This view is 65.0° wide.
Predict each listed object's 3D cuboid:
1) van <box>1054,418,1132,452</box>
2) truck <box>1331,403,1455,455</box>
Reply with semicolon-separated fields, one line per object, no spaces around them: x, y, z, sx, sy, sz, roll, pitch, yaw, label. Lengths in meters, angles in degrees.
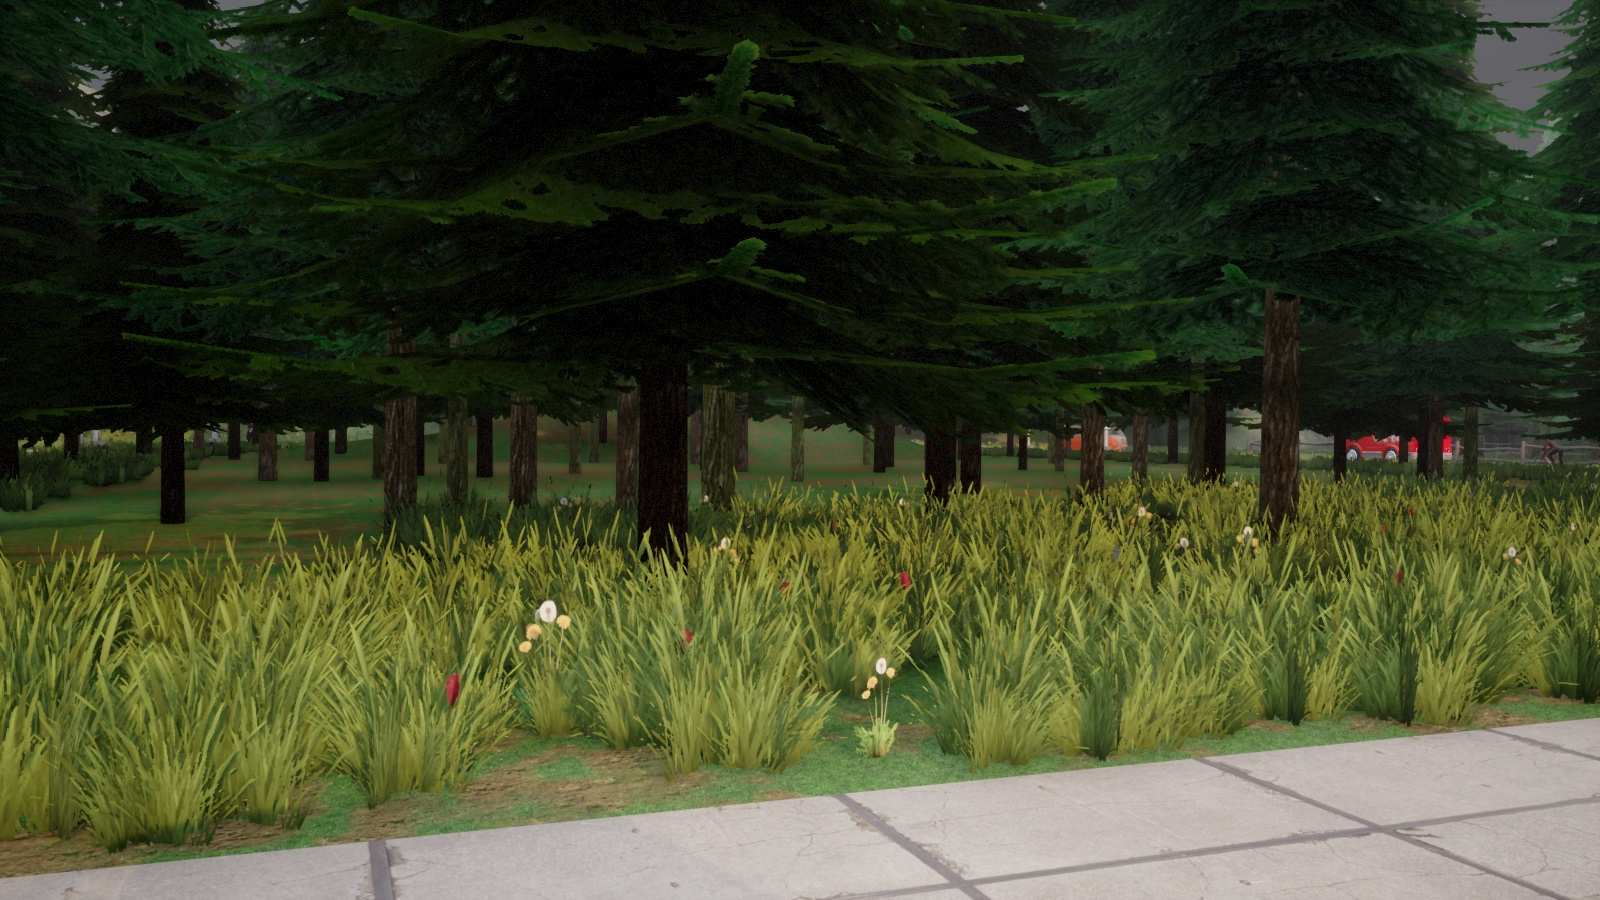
17.924;-0.920;76.942;1.775;1.987;4.442;-1;1;-43;van
29.091;-1.036;61.830;2.627;2.467;5.204;-1;1;-20;truck
